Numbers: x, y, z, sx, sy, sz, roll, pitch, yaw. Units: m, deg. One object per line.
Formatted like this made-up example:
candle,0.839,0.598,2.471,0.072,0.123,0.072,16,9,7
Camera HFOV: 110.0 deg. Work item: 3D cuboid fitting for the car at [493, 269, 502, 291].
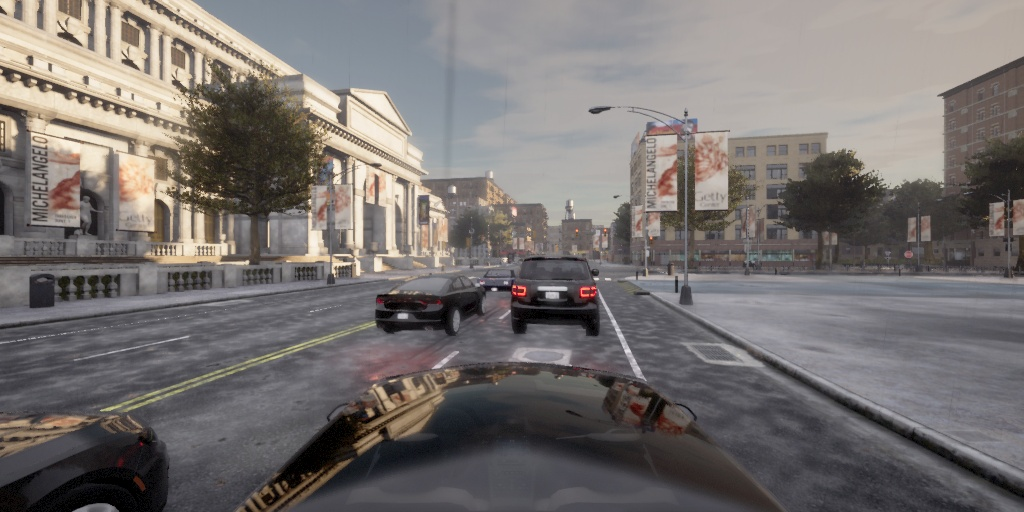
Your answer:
car,-0.443,1.351,19.780,1.895,1.301,4.718,0,0,11

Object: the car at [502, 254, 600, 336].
car,1.382,0.971,10.644,2.150,2.045,5.566,0,0,10

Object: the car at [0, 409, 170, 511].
car,-3.221,1.255,0.425,1.837,1.490,4.892,0,0,-2

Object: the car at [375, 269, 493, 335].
car,-2.105,1.228,10.659,1.882,1.535,5.008,0,0,9
